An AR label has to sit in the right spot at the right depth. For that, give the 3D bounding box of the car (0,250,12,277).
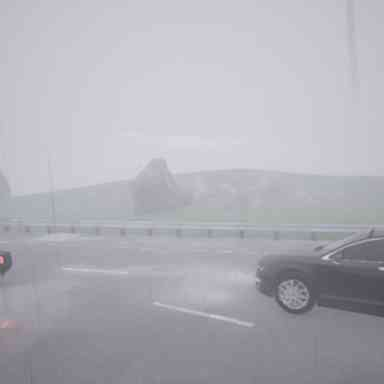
[{"bbox_3d":[-6.677,1.633,7.991,4.718,1.301,1.895,-1,1,26],"label":"car"}]

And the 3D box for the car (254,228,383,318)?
[{"bbox_3d":[3.479,1.371,5.690,4.892,1.490,1.837,0,0,35],"label":"car"}]
